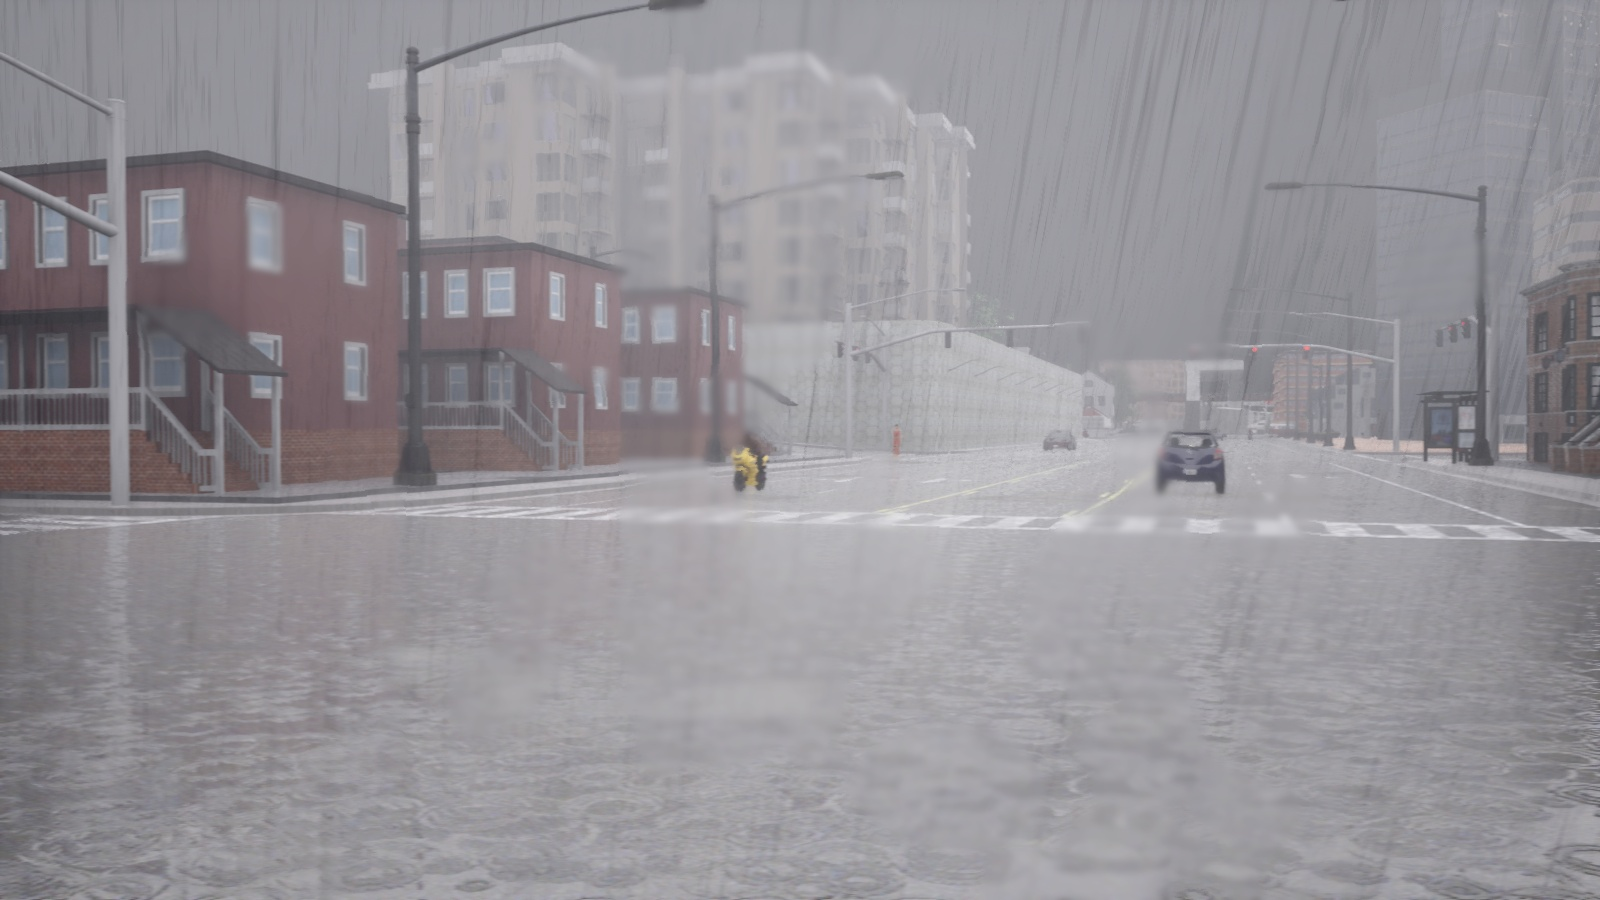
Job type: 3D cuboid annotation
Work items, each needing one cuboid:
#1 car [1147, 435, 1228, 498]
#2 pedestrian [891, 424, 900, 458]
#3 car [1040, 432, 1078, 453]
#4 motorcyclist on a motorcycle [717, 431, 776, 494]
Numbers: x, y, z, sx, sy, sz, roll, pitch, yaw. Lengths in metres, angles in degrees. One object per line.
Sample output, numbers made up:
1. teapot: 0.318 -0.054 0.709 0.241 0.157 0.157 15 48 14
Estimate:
1. car: 9.875 0.367 31.883 1.845 1.501 3.633 1 1 19
2. pedestrian: 5.173 -0.488 67.999 0.345 1.836 0.594 1 1 19
3. car: 18.955 -0.573 91.832 2.163 1.488 4.792 1 1 19
4. motorcyclist on a motorcycle: -1.315 0.298 31.548 0.797 1.523 2.044 1 1 19
